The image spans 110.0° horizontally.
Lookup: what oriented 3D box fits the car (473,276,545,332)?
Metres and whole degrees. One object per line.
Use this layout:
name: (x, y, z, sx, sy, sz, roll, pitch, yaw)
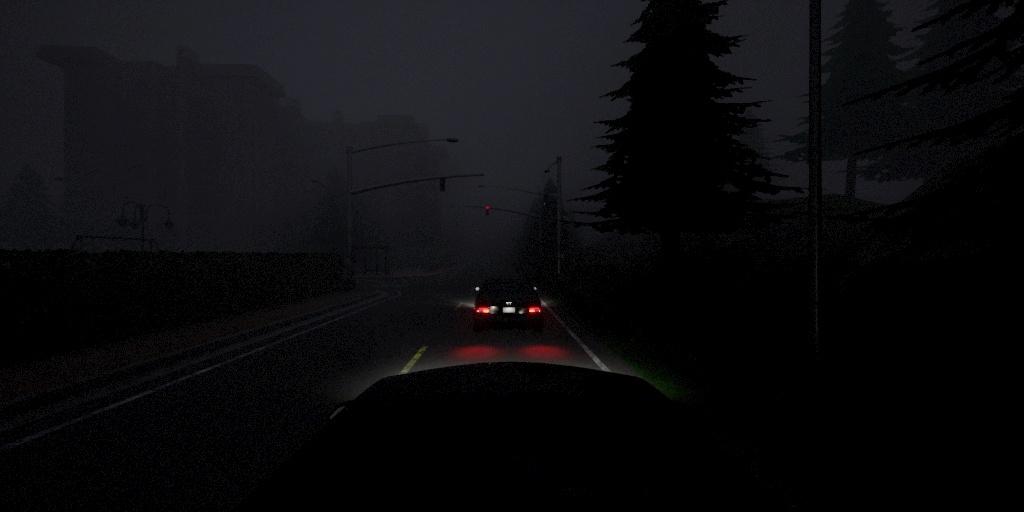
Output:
car: (-0.158, 1.297, 10.817, 2.033, 1.411, 5.357, 0, 0, -2)
